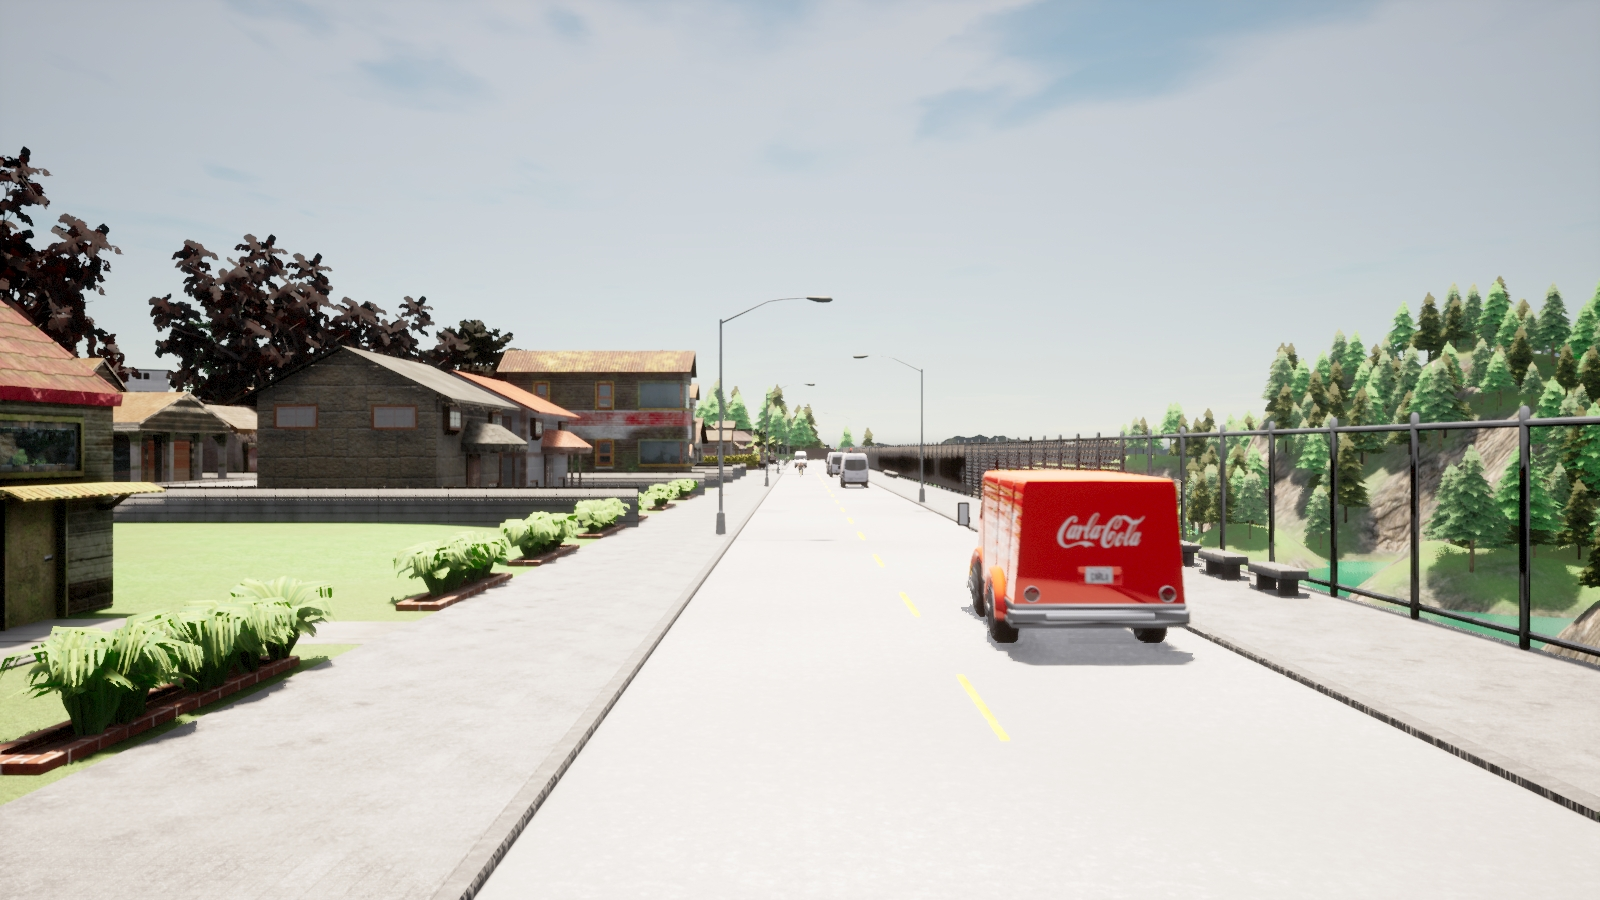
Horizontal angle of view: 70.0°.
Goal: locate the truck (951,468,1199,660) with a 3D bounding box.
[{"bbox_3d":[4.023,1.571,17.889,2.627,2.467,5.204,0,0,0],"label":"truck"}]
